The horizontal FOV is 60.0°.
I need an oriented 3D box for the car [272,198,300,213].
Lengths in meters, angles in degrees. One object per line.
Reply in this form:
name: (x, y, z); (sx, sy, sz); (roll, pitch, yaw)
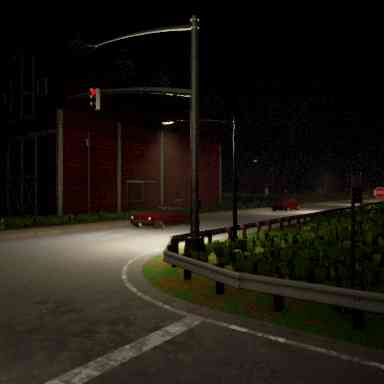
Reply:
car: (10.902, 1.505, 38.560); (1.882, 1.535, 5.008); (0, 0, 37)

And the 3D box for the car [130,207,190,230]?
car: (-1.766, 1.629, 21.527); (1.895, 1.301, 4.718); (0, 0, 37)

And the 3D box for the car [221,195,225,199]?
car: (6.182, 1.536, 78.093); (1.816, 1.474, 4.193); (0, 0, 36)

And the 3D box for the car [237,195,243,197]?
car: (12.764, 1.551, 89.211); (1.784, 1.438, 3.905); (0, 0, 36)
